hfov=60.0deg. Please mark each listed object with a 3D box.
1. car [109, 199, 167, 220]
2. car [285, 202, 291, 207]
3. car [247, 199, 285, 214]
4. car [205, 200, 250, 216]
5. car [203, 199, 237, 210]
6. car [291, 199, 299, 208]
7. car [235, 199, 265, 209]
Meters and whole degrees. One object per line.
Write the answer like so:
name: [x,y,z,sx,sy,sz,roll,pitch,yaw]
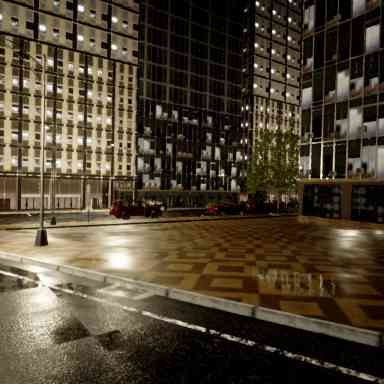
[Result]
car: [-5.317,1.642,31.570,5.009,1.841,2.192,1,1,-35]
car: [13.571,1.932,54.126,4.206,1.307,1.802,1,1,-35]
car: [8.696,1.780,41.205,5.009,1.841,2.192,1,1,-35]
car: [4.020,1.964,37.998,4.507,1.381,1.887,1,1,-35]
car: [4.089,1.781,47.605,4.829,1.417,1.752,1,1,-35]
car: [18.243,1.962,57.338,4.313,1.339,1.947,1,1,-35]
car: [8.900,1.870,50.914,4.313,1.339,1.947,1,1,-35]
